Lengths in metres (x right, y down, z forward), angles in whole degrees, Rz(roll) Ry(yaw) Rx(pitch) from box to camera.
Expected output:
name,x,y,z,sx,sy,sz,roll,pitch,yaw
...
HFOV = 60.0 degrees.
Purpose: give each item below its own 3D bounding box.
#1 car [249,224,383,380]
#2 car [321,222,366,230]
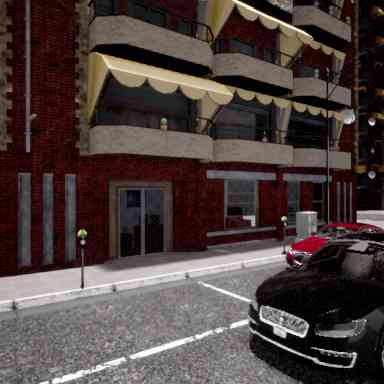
name,x,y,z,sx,sy,sz,roll,pitch,yaw
car,3.075,1.505,5.561,4.892,1.490,1.837,0,0,-35
car,4.616,1.582,9.901,4.206,1.307,1.802,0,0,-35
